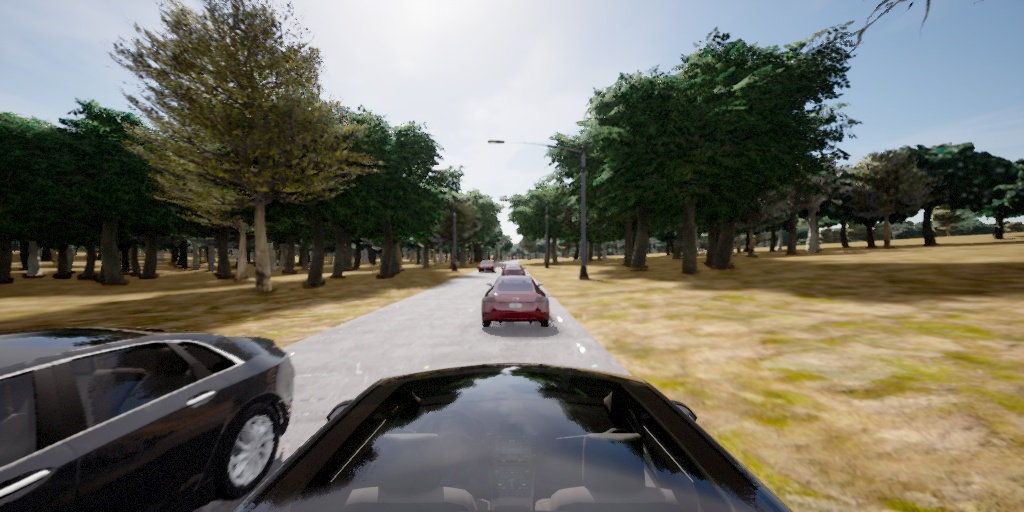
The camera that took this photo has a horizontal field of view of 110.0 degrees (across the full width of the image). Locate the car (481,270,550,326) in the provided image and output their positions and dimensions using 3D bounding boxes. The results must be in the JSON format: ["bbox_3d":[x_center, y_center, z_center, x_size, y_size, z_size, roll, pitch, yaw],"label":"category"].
[{"bbox_3d":[0.099,1.317,11.733,1.994,1.385,4.181,0,0,0],"label":"car"}]

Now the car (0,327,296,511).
[{"bbox_3d":[-3.100,1.255,1.659,1.837,1.490,4.892,0,0,0],"label":"car"}]

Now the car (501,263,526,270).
[{"bbox_3d":[0.103,1.296,28.040,1.812,1.442,4.674,0,0,0],"label":"car"}]

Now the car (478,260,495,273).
[{"bbox_3d":[-3.082,1.279,43.840,1.882,1.535,5.008,0,0,0],"label":"car"}]
